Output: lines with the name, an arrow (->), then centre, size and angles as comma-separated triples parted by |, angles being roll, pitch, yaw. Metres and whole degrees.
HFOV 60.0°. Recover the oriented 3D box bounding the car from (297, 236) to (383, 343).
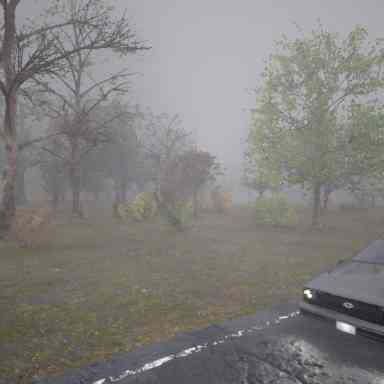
car -> 4.326, 1.547, 6.343 | 5.357, 1.411, 2.033 | 0, 0, -37
